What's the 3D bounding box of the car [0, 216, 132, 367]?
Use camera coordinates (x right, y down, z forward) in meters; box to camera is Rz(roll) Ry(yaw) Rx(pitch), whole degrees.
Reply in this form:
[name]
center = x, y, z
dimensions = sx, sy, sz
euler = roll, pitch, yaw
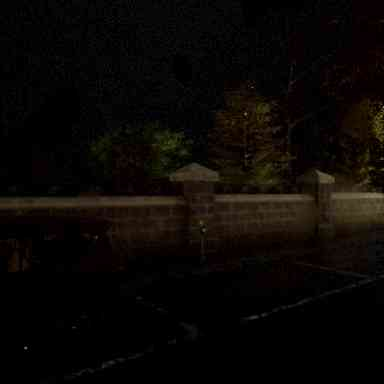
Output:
[car]
center = -3.225, 1.317, 4.247
dimensions = 5.009, 1.841, 2.192
euler = 0, 1, -36
